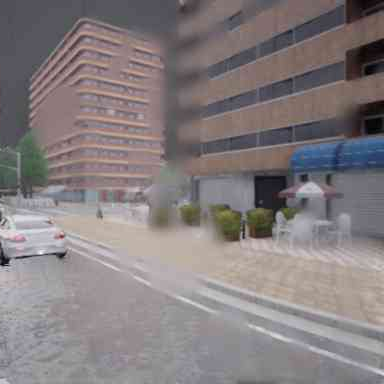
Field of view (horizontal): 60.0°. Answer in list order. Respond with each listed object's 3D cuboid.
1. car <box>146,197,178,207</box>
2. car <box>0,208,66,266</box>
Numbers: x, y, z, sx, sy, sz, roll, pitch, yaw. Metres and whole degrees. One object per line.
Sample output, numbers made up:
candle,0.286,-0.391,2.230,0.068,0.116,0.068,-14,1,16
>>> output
car,-4.367,1.485,48.883,4.892,1.490,1.837,0,0,-36
car,-5.763,1.501,11.563,1.812,1.442,4.674,0,0,-36
